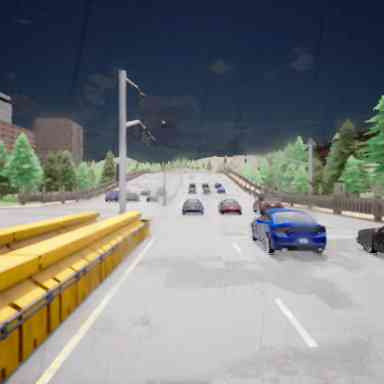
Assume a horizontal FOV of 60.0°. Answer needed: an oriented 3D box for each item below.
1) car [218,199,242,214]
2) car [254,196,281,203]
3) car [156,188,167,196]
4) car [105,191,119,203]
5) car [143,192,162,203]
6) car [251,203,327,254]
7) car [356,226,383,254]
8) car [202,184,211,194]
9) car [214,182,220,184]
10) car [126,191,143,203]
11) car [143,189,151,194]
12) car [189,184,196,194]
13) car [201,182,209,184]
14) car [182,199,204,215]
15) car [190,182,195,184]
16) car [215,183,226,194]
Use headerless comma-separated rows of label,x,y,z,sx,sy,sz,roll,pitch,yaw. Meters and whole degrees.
car,3.593,1.387,32.266,1.994,1.385,4.181,0,0,0
car,7.092,1.181,31.355,2.097,1.767,4.553,0,0,0
car,-6.940,-0.086,75.554,2.097,1.767,4.553,0,5,0
car,-14.034,0.805,59.812,2.150,2.045,5.566,0,2,1
car,-7.040,1.203,59.310,1.895,1.301,4.718,0,2,1
car,3.585,1.405,13.125,1.882,1.535,5.008,0,0,0
car,7.079,1.492,10.073,2.033,1.411,5.357,0,0,0
car,3.585,-0.402,80.005,2.033,1.411,5.357,0,7,0
car,7.143,-1.879,90.402,1.837,1.490,4.892,0,8,0
car,-10.540,1.101,59.451,1.837,1.490,4.892,0,2,0
car,-10.439,0.101,75.674,1.994,1.385,4.181,0,5,0
car,0.085,-0.402,80.024,2.033,1.411,5.357,0,7,0
car,3.643,-1.901,90.419,1.882,1.535,5.008,0,8,0
car,0.093,1.388,32.129,1.994,1.385,4.181,0,0,0
car,0.143,-1.880,90.441,1.837,1.490,4.892,0,8,0
car,7.087,-0.508,80.392,1.882,1.535,5.008,0,7,0
